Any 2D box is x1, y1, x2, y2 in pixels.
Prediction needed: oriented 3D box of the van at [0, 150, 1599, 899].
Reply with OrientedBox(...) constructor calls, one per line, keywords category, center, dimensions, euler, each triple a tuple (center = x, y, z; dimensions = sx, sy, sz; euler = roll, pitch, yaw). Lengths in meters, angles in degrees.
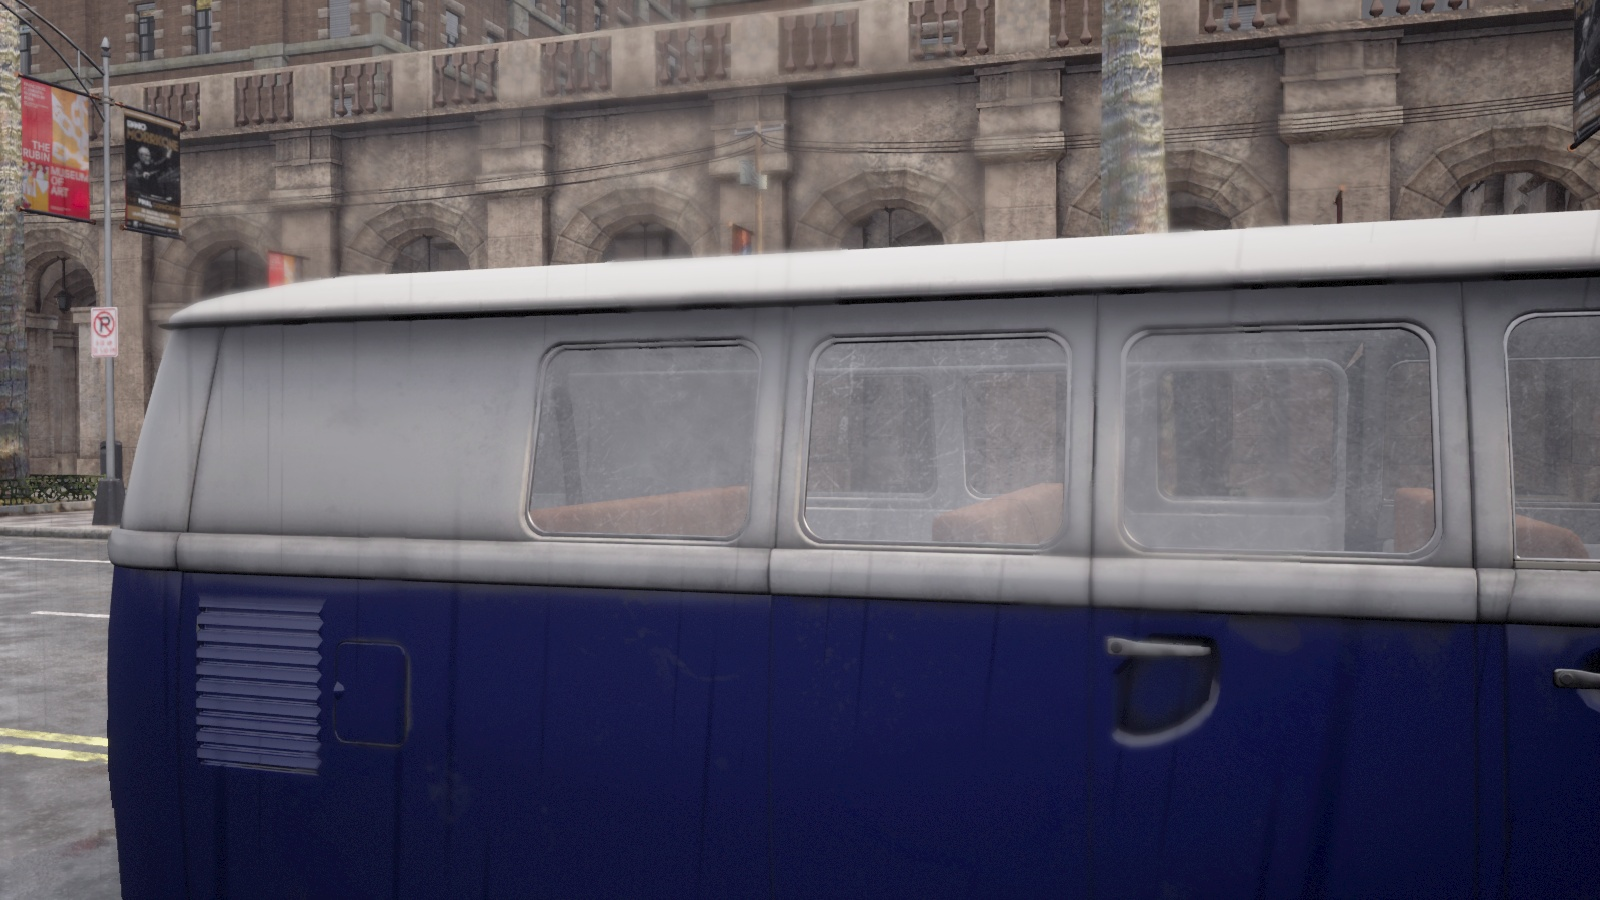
OrientedBox(category="van", center=(0.567, 0.533, 2.993), dimensions=(4.442, 1.987, 1.775), euler=(1, 1, 18))
